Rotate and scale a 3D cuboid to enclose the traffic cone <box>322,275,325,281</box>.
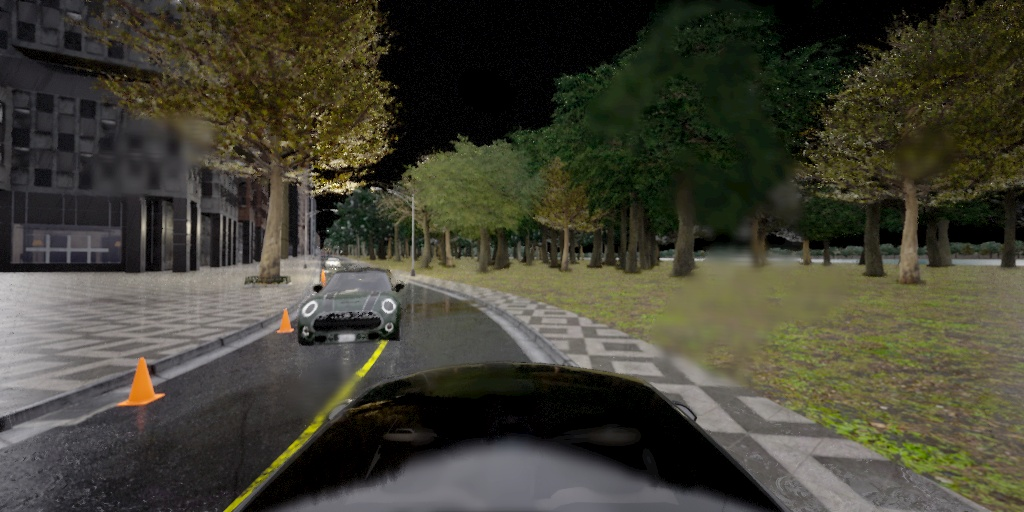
[{"bbox_3d":[-11.863,1.683,22.618,0.340,0.580,0.340,0,0,-28],"label":"traffic cone"}]

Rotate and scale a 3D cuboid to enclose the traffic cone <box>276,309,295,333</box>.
[{"bbox_3d":[-6.017,1.707,9.526,0.340,0.580,0.340,0,0,-15],"label":"traffic cone"}]

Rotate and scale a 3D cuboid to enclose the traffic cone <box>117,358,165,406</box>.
[{"bbox_3d":[-5.118,1.707,4.957,0.340,0.580,0.340,0,0,-8],"label":"traffic cone"}]

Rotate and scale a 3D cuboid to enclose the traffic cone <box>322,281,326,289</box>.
[{"bbox_3d":[-9.519,1.696,18.201,0.340,0.580,0.340,0,0,-28],"label":"traffic cone"}]

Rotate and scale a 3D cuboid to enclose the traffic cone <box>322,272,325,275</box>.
[{"bbox_3d":[-14.207,1.668,27.035,0.340,0.580,0.340,0,0,-28],"label":"traffic cone"}]

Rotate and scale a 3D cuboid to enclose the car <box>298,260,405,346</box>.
[{"bbox_3d":[-4.006,1.110,9.600,2.097,1.767,4.553,0,0,-15],"label":"car"}]

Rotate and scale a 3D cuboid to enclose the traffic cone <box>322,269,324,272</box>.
[{"bbox_3d":[-16.552,1.643,31.452,0.340,0.580,0.340,0,0,-28],"label":"traffic cone"}]

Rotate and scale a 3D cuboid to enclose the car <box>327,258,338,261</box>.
[{"bbox_3d":[-24.865,1.069,49.685,1.812,1.442,4.674,0,0,-28],"label":"car"}]
